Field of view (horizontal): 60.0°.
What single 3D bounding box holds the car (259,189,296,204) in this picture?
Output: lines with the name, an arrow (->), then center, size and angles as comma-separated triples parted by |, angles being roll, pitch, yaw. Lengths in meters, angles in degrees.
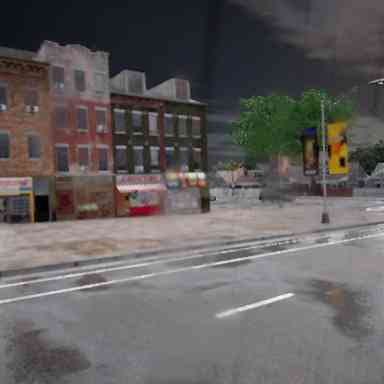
car -> 11.994, 0.568, 47.339 | 2.150, 2.045, 5.566 | -3, 3, -35

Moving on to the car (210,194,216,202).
car -> 1.681, 0.700, 56.362 | 2.150, 2.045, 5.566 | -3, 2, -35
